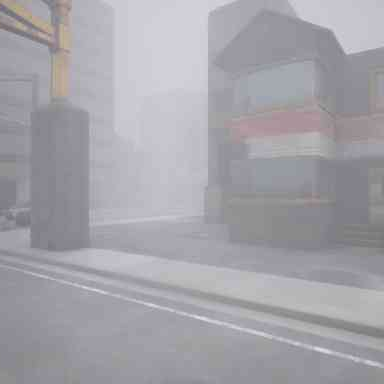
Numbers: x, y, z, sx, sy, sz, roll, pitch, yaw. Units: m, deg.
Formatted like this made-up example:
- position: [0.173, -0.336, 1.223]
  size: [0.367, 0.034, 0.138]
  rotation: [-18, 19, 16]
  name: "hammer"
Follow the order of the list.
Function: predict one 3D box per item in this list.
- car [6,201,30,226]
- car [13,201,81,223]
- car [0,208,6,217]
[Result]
- position: [-9.742, 1.453, 22.753]
  size: [2.038, 1.542, 4.974]
  rotation: [0, 0, 15]
  name: "car"
- position: [-9.728, 1.295, 22.803]
  size: [1.853, 1.218, 4.536]
  rotation: [0, 0, 15]
  name: "car"
- position: [-12.899, 1.295, 25.453]
  size: [4.536, 1.218, 1.853]
  rotation: [0, 0, -30]
  name: "car"
